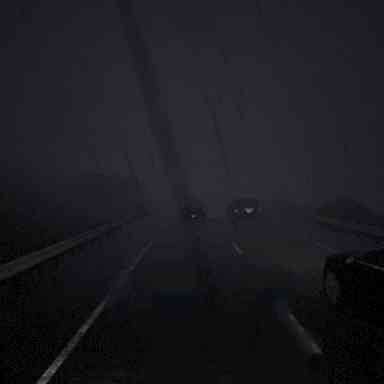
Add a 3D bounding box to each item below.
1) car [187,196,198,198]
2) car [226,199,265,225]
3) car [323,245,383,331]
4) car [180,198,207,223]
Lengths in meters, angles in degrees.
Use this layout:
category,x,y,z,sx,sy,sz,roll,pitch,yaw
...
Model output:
category,x,y,z,sx,sy,sz,roll,pitch,yaw
car,0.088,1.284,41.564,1.837,1.490,4.892,0,1,0
car,3.593,1.228,23.056,2.097,1.767,4.553,0,0,0
car,3.595,1.465,4.898,2.128,1.511,4.902,0,0,0
car,0.091,1.396,24.287,1.812,1.442,4.674,0,0,0
